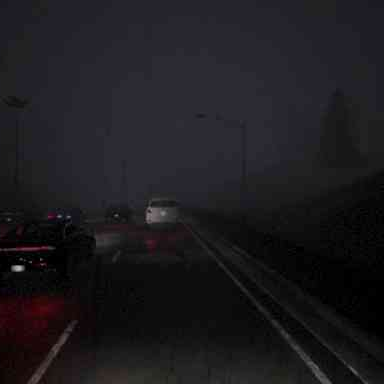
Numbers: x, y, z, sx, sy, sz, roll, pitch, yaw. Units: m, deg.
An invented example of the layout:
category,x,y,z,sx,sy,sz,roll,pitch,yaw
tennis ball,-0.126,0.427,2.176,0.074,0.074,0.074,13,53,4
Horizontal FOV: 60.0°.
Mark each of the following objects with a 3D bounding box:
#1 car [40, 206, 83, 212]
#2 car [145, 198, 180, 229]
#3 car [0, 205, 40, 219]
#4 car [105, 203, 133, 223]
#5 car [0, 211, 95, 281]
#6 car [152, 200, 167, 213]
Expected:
category,x,y,z,sx,sy,sz,roll,pitch,yaw
car,-9.305,1.759,25.138,2.033,1.411,5.357,0,0,-6
car,-2.070,1.394,23.254,2.150,2.045,5.566,0,0,-6
car,-12.863,1.720,25.458,2.128,1.511,4.902,0,0,-6
car,-6.119,1.699,28.249,1.882,1.535,5.008,0,0,-6
car,-4.266,1.580,10.169,2.128,1.511,4.902,0,0,-5
car,-4.239,1.838,42.406,1.812,1.442,4.674,0,0,-7
